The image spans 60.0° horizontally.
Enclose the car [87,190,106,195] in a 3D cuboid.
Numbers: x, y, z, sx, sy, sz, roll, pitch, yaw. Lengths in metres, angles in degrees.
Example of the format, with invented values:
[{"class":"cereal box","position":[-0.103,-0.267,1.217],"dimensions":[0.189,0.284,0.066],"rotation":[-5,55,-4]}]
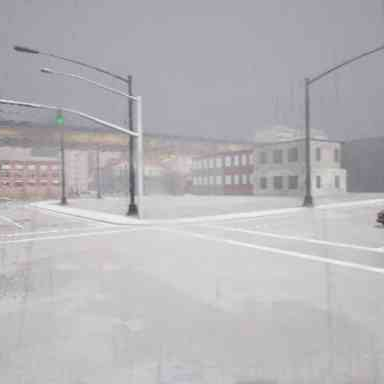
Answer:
[{"class":"car","position":[-25.044,0.043,87.300],"dimensions":[4.536,1.218,1.853],"rotation":[0,1,25]}]

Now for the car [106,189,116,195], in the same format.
[{"class":"car","position":[-21.271,-0.019,87.355],"dimensions":[1.853,1.218,4.536],"rotation":[-1,1,-5]}]

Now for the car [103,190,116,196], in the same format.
[{"class":"car","position":[-21.264,0.140,87.306],"dimensions":[2.038,1.542,4.974],"rotation":[-1,1,-5]}]

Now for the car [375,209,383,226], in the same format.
[{"class":"car","position":[11.394,0.929,16.733],"dimensions":[5.357,1.411,2.033],"rotation":[-3,2,-35]}]

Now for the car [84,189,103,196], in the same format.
[{"class":"car","position":[-24.994,0.200,87.281],"dimensions":[4.974,1.542,2.038],"rotation":[0,1,25]}]
